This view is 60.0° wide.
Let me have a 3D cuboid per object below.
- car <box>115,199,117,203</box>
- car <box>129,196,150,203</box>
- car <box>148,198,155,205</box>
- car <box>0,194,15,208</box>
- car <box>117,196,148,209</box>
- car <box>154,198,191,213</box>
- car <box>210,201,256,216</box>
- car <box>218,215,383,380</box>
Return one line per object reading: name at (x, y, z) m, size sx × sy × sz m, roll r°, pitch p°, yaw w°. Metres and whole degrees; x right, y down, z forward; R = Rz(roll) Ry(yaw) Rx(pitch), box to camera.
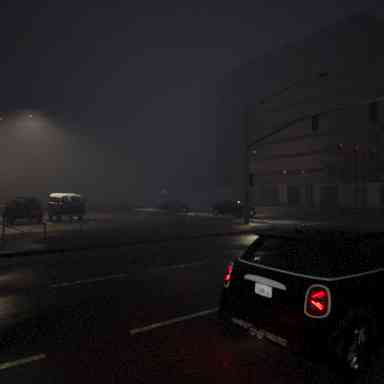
car at (-14.084, 1.619, 67.913) m, size 1.994 × 1.385 × 4.181 m, roll 0°, pitch 0°, yaw -35°
car at (-11.048, 1.601, 69.648) m, size 2.033 × 1.411 × 5.357 m, roll 0°, pitch 0°, yaw -35°
car at (-9.025, 1.581, 60.795) m, size 1.812 × 1.442 × 4.674 m, roll 0°, pitch 0°, yaw -36°
car at (-31.836, 1.209, 56.384) m, size 1.932 × 1.855 × 4.605 m, roll 0°, pitch 0°, yaw -35°
car at (-8.611, 1.656, 47.812) m, size 1.895 × 1.301 × 4.718 m, roll 0°, pitch 0°, yaw -35°
car at (-2.074, 1.656, 38.602) m, size 1.895 × 1.301 × 4.718 m, roll 0°, pitch 0°, yaw -35°
car at (3.689, 1.547, 30.499) m, size 2.128 × 1.511 × 4.902 m, roll 0°, pitch 0°, yaw -35°
car at (2.701, 1.351, 5.732) m, size 4.553 × 1.767 × 2.097 m, roll 0°, pitch 0°, yaw -35°
